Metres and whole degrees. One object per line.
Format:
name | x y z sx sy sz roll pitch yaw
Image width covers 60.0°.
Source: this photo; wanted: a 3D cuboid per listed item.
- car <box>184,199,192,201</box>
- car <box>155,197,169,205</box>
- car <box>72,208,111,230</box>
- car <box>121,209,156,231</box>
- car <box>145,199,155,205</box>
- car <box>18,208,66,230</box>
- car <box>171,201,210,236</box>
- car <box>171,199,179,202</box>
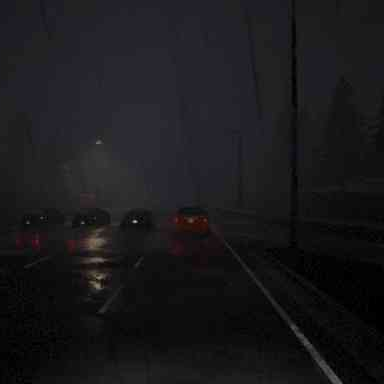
car | -1.132 2.677 90.742 1.882 1.535 5.008 0 -1 -1
car | -8.137 2.554 91.035 2.097 1.767 4.553 0 -1 -1
car | -7.124 1.838 23.841 1.812 1.442 4.674 0 -1 -1
car | -3.612 1.867 22.920 1.994 1.385 4.181 0 -1 -1
car | -11.637 2.791 91.045 1.895 1.301 4.718 0 -1 -1
car | -10.624 1.835 23.803 1.812 1.442 4.674 0 -1 -1
car | -0.076 1.620 20.205 2.097 1.767 4.553 0 -1 -1
car | -4.632 2.696 90.694 1.837 1.490 4.892 0 -1 -1
